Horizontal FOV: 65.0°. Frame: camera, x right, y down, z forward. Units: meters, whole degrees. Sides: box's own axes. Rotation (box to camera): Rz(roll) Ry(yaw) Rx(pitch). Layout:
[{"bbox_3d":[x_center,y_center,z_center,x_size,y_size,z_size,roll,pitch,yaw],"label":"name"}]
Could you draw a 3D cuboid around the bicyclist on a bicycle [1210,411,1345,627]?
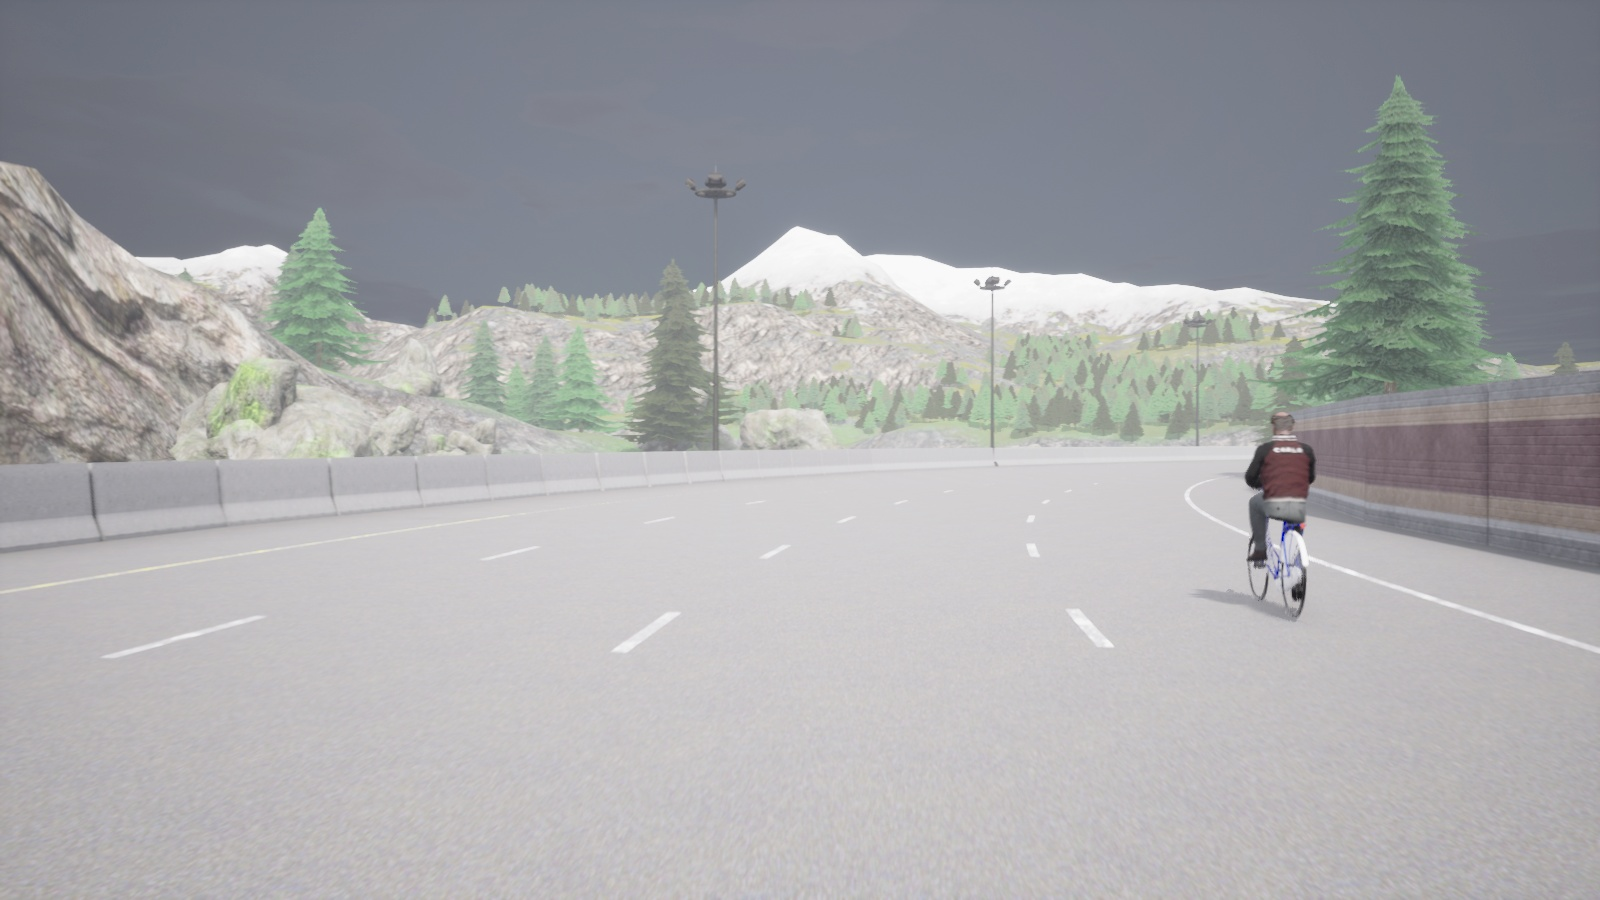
[{"bbox_3d":[4.236,0.559,11.275,0.659,1.776,1.843,0,0,6],"label":"bicyclist on a bicycle"}]
